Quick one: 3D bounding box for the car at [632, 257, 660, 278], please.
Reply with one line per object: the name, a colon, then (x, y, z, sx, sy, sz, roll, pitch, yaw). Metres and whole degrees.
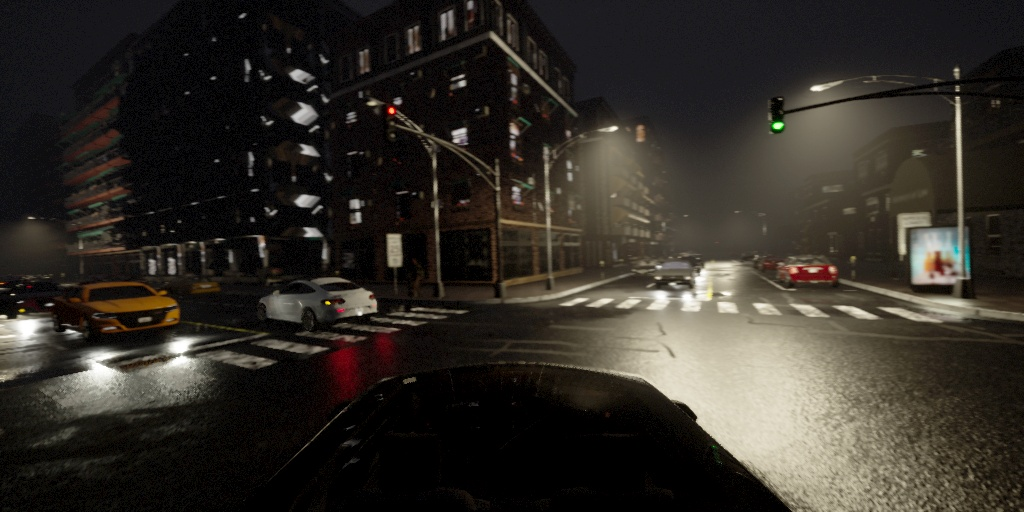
car: (10.286, 0.918, 27.202, 2.007, 1.370, 4.403, 0, 0, 29)

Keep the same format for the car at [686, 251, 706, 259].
car: (19.255, 0.564, 37.720, 2.128, 1.511, 4.902, -2, 0, 29)

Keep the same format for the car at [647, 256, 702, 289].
car: (9.266, 0.956, 20.134, 2.033, 1.411, 5.357, -2, 0, 29)

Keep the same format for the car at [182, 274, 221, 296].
car: (-19.717, 1.776, 21.898, 4.829, 1.417, 1.751, 0, 0, 29)

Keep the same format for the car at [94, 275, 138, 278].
car: (-29.474, 2.097, 27.290, 4.507, 1.381, 1.888, 0, 0, 29)

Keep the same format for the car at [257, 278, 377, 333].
car: (-6.199, 1.410, 11.337, 4.674, 1.442, 1.812, -2, 0, 34)

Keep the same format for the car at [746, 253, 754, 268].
car: (23.174, 0.504, 33.039, 2.007, 1.370, 4.403, 0, 0, 29)

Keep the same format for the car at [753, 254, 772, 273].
car: (20.384, 0.629, 28.073, 1.802, 1.307, 4.207, 0, 0, 29)

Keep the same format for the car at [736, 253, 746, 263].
car: (31.543, 0.227, 47.936, 2.007, 1.370, 4.403, 0, 0, 29)

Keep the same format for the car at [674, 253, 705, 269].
car: (14.142, 0.769, 28.776, 1.812, 1.442, 4.674, -2, 0, 30)

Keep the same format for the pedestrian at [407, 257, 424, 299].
pedestrian: (-4.189, 0.918, 15.651, 0.375, 1.860, 0.375, -2, 0, 29)

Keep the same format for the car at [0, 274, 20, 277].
car: (-49.138, 2.715, 35.175, 4.674, 1.442, 1.812, -2, 1, 29)

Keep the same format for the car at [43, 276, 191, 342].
car: (-12.509, 1.578, 11.279, 5.008, 1.535, 1.882, -2, 1, 29)

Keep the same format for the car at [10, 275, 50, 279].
car: (-40.274, 2.513, 30.283, 4.718, 1.301, 1.895, -2, 1, 29)

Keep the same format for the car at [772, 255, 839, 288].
car: (14.804, 0.675, 18.140, 1.967, 1.591, 4.097, 0, 0, 29)

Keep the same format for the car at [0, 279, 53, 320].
car: (-21.184, 1.920, 16.080, 4.181, 1.385, 1.994, -2, 1, 29)

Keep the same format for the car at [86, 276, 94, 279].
car: (-34.427, 2.251, 30.027, 4.507, 1.381, 1.888, 0, 0, 29)

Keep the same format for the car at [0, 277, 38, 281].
car: (-30.416, 2.184, 21.187, 5.357, 1.411, 2.033, -2, 1, 29)
